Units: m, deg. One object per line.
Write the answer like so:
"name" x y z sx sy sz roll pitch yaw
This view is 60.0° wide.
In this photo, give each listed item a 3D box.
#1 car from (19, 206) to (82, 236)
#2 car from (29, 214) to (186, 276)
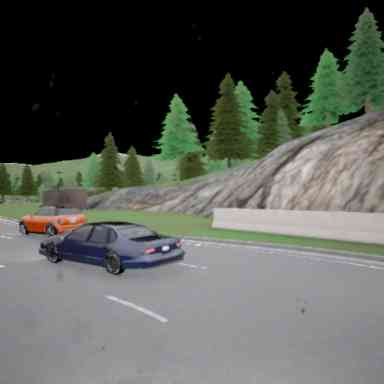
"car" -7.936 1.585 18.958 4.553 1.767 2.097 -1 0 39
"car" -2.752 1.652 10.718 5.357 1.411 2.033 -1 0 36
